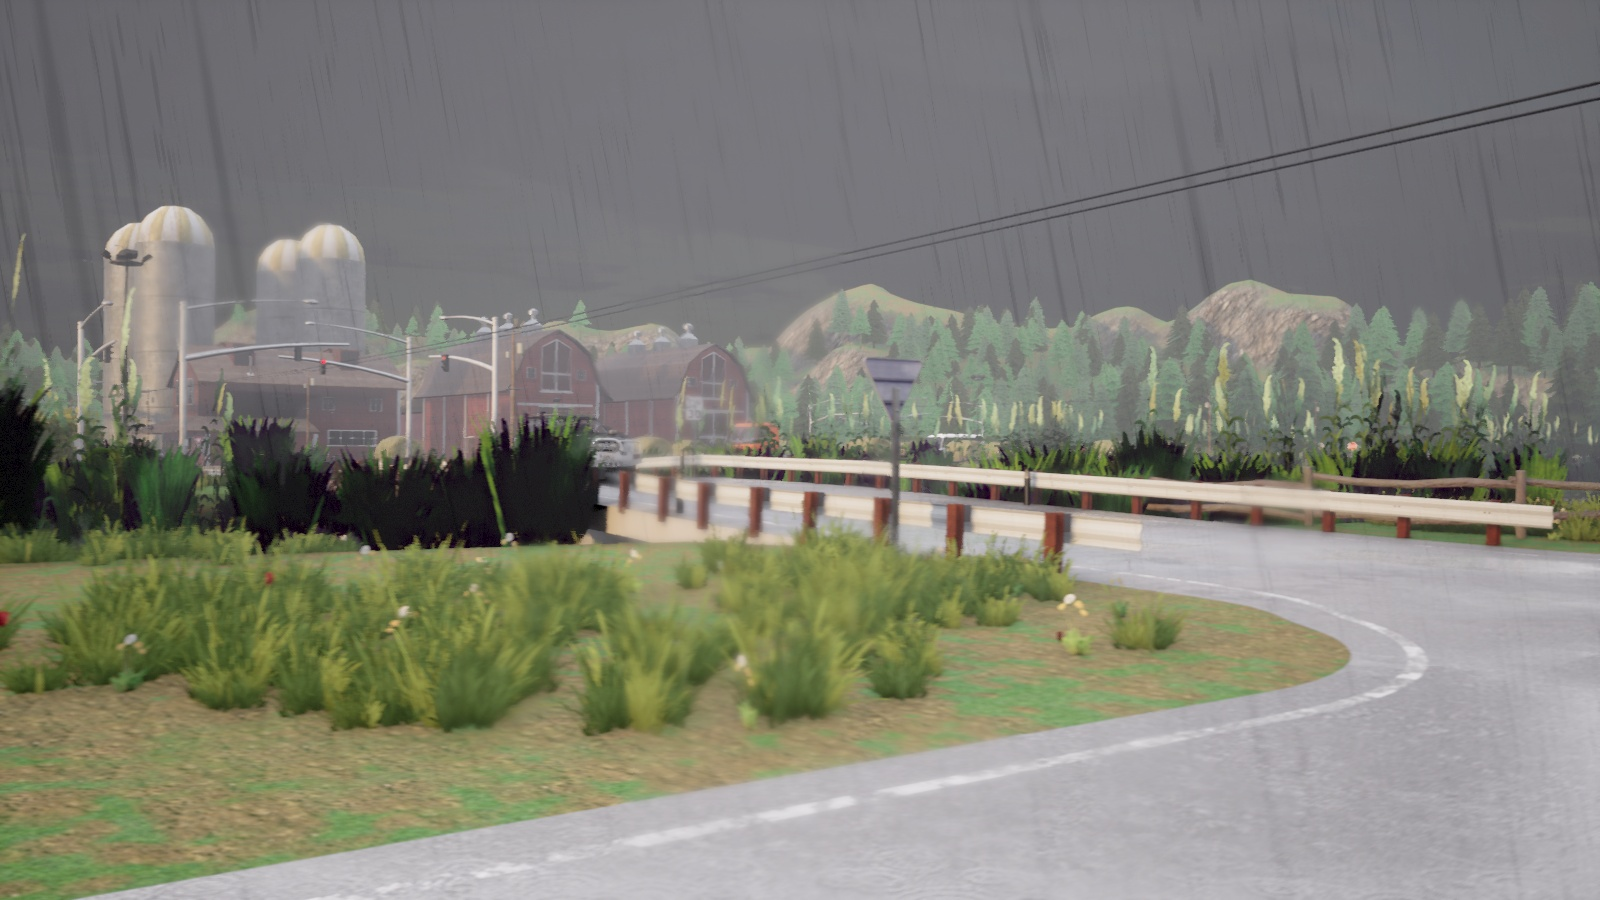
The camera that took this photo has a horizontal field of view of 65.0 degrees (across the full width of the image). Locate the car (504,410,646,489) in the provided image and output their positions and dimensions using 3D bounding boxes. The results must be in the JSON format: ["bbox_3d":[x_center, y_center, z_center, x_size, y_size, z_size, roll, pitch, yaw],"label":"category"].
[{"bbox_3d":[-5.824,-0.042,32.027,1.932,1.855,4.605,0,1,-33],"label":"car"}]

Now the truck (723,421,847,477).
[{"bbox_3d":[-0.924,-0.073,81.423,7.936,3.462,2.891,0,0,-38],"label":"truck"}]
